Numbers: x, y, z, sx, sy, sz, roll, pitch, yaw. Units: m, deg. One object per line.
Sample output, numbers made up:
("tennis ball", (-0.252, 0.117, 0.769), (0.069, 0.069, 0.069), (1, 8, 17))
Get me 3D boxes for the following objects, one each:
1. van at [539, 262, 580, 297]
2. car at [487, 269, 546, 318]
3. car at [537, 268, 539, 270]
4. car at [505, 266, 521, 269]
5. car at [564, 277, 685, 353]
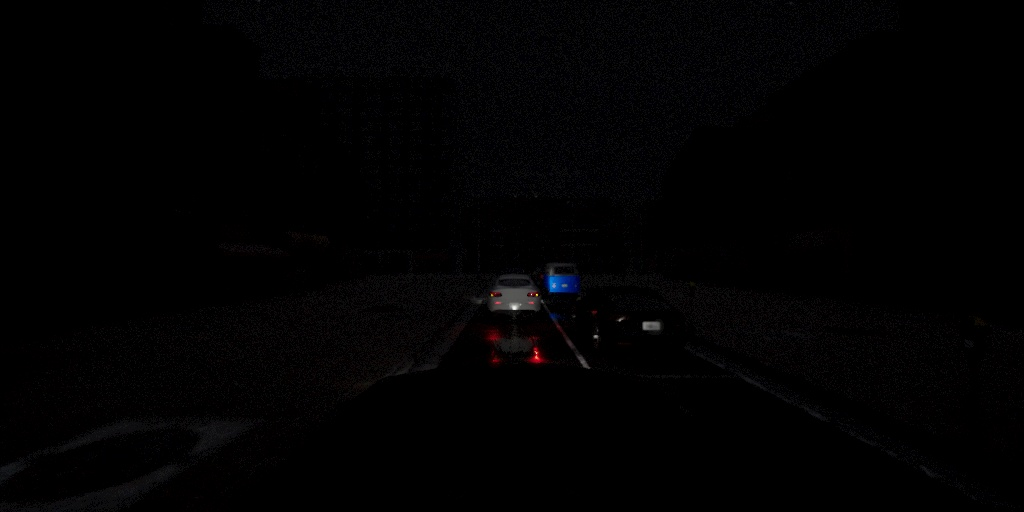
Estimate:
("van", (2.634, 1.256, 19.740), (1.690, 1.789, 3.998), (0, 0, 0))
("car", (0.083, 1.382, 13.482), (1.812, 1.442, 4.674), (0, 0, 0))
("car", (2.632, 1.407, 25.178), (1.967, 1.591, 4.097), (0, 0, 0))
("car", (0.084, 1.569, 30.674), (2.033, 1.411, 5.357), (0, -1, 0))
("car", (2.637, 1.380, 8.866), (1.948, 1.339, 4.313), (0, 0, 0))
